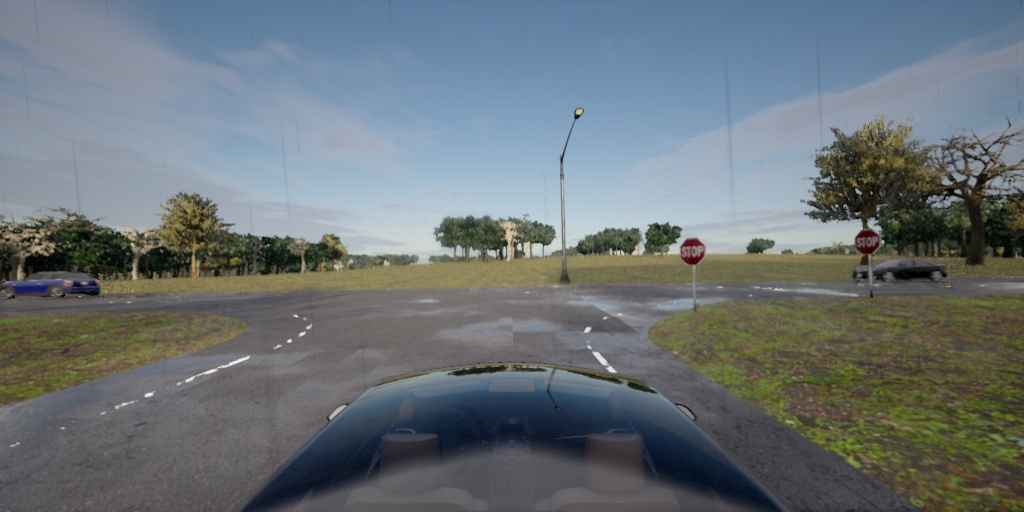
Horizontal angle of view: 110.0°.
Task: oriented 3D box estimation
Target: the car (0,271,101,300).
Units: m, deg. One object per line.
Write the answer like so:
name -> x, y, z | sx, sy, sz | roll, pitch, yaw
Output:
car -> -29.128, 1.782, 22.663 | 4.553, 1.767, 2.097 | -1, -2, 0

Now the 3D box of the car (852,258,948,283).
car -> 24.995, 0.933, 23.239 | 5.008, 1.535, 1.882 | -1, -2, -1
